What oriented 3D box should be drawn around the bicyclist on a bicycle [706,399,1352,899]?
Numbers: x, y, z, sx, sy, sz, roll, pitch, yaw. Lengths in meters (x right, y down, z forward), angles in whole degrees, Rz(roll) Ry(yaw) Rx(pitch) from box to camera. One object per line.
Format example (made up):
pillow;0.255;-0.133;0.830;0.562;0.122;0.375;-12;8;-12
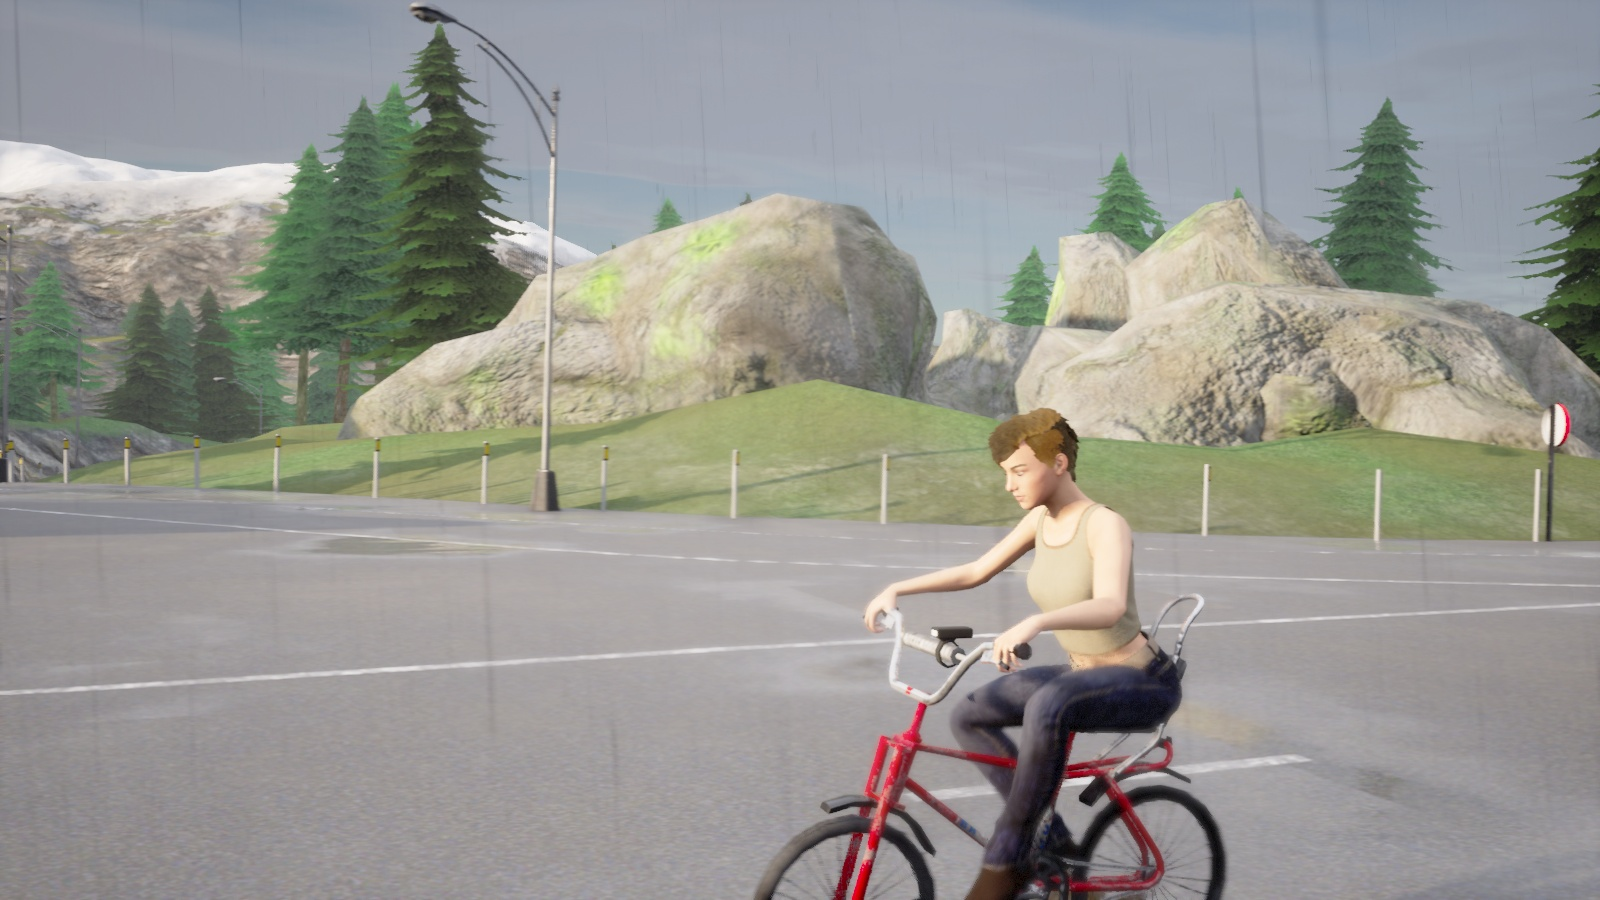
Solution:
bicyclist on a bicycle;0.599;0.677;3.461;1.509;1.612;0.866;-1;1;-21
